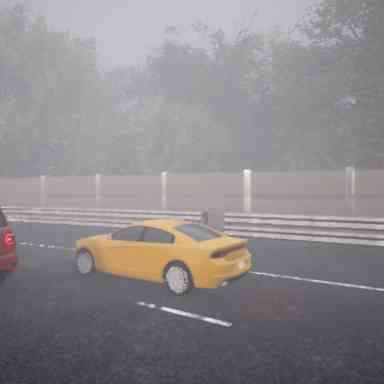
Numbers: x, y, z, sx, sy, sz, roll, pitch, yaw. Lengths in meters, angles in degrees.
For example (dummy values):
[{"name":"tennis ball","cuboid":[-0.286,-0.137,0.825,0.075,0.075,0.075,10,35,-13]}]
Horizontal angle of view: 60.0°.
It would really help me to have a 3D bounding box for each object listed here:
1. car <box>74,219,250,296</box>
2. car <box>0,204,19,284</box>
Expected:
[{"name":"car","cuboid":[-0.984,1.450,8.631,5.008,1.535,1.882,0,0,34]},{"name":"car","cuboid":[-6.578,1.224,8.004,5.566,2.045,2.150,0,0,30]}]
